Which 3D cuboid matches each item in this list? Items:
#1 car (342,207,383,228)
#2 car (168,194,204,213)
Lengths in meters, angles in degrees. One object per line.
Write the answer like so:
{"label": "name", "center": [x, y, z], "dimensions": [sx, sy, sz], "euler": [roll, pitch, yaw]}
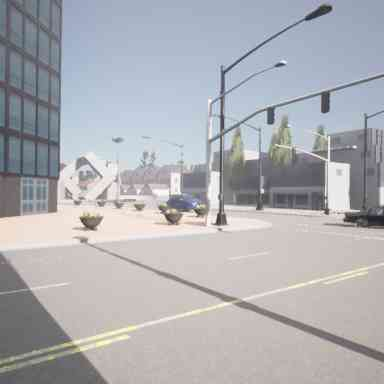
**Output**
{"label": "car", "center": [12.663, 1.667, 21.395], "dimensions": [5.357, 1.411, 2.033], "euler": [0, 0, 44]}
{"label": "car", "center": [-0.779, 1.308, 39.165], "dimensions": [2.150, 2.045, 5.566], "euler": [1, 0, -35]}
